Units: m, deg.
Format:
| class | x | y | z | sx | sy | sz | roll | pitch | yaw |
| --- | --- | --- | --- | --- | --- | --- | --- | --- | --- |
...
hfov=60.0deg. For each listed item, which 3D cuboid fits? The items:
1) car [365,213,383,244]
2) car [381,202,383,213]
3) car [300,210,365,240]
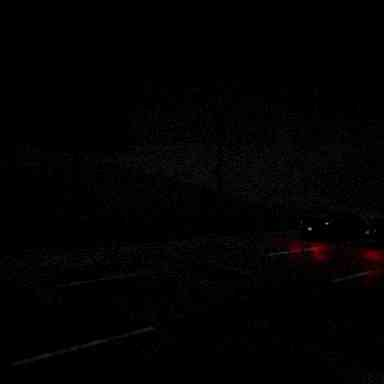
| class | x | y | z | sx | sy | sz | roll | pitch | yaw |
| --- | --- | --- | --- | --- | --- | --- | --- | --- | --- |
| car | 10.278 | 1.765 | 15.391 | 4.718 | 1.301 | 1.895 | 1 | 0 | -36 |
| car | 18.774 | 1.536 | 30.565 | 2.150 | 2.045 | 5.566 | 1 | 0 | 30 |
| car | 7.727 | 1.687 | 18.176 | 4.674 | 1.442 | 1.812 | 1 | 0 | -39 |
